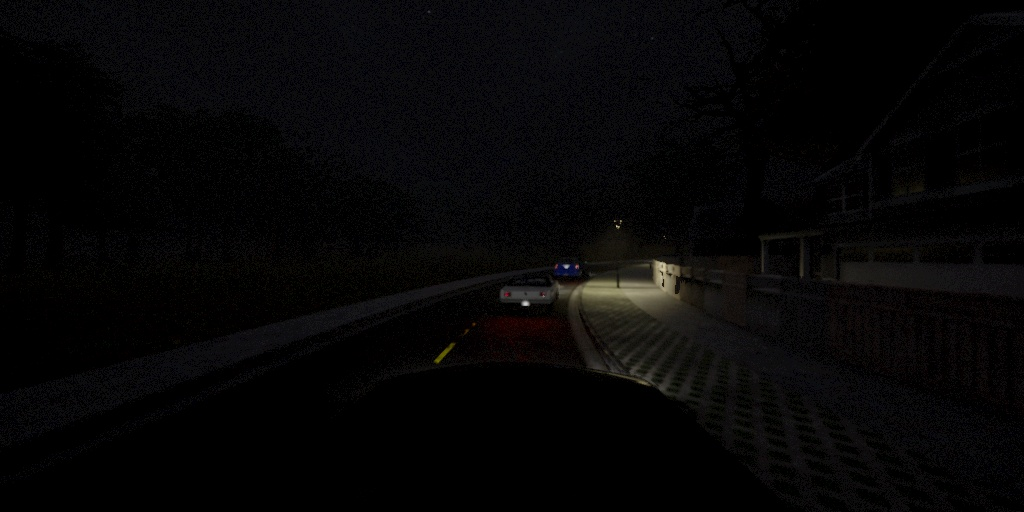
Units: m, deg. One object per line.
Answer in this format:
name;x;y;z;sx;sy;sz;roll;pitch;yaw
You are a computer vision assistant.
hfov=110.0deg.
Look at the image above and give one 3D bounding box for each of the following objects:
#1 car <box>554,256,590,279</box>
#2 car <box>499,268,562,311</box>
car;4.908;0.827;28.911;2.097;1.767;4.553;0;1;23
car;0.873;1.352;14.660;1.895;1.301;4.718;0;1;10
